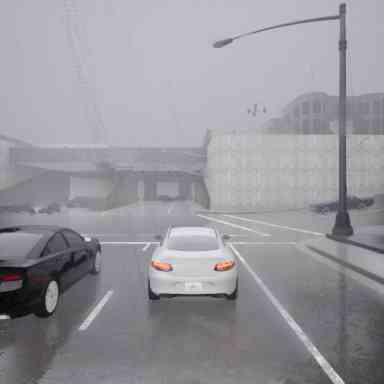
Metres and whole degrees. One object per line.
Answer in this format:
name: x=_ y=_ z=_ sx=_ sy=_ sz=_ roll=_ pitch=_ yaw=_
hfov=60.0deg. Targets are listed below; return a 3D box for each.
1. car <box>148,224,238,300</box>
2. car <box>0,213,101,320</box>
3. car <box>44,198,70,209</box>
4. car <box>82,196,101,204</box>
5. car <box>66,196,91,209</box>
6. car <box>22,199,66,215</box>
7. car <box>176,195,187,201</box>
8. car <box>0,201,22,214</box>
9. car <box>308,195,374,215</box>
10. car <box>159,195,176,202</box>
car: x=0.013 y=1.526 z=8.268 sx=1.812 sy=1.442 sz=4.674 roll=0 pitch=0 yaw=0
car: x=-3.480 y=1.478 z=7.467 sx=1.882 sy=1.535 sz=5.008 roll=0 pitch=0 yaw=0
car: x=-18.807 y=1.601 z=46.683 sx=1.895 sy=1.301 sz=4.718 roll=0 pitch=0 yaw=-2
car: x=-19.327 y=1.547 z=64.170 sx=2.033 sy=1.411 sz=5.357 roll=0 pitch=0 yaw=-1
car: x=-15.262 y=1.352 z=45.402 sx=2.097 sy=1.767 sz=4.553 roll=0 pitch=0 yaw=-2
car: x=-14.628 y=1.492 z=33.307 sx=2.128 sy=1.511 sz=4.902 roll=0 pitch=0 yaw=-6
car: x=-2.916 y=1.552 z=83.875 sx=1.994 sy=1.385 sz=4.181 roll=0 pitch=0 yaw=27
car: x=-18.278 y=1.601 z=34.654 sx=1.895 sy=1.301 sz=4.718 roll=0 pitch=0 yaw=-4
car: x=12.034 y=1.012 z=27.133 sx=4.718 sy=1.301 sz=1.895 roll=-6 pitch=0 yaw=-1
car: x=-5.394 y=1.553 z=74.350 sx=1.994 sy=1.385 sz=4.181 roll=0 pitch=0 yaw=5
